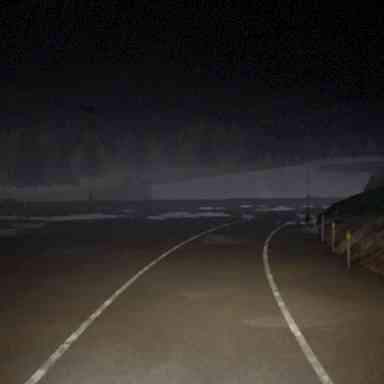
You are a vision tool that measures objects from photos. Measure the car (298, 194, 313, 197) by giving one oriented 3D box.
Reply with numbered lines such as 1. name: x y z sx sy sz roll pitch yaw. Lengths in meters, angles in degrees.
1. car: 29.913 1.314 87.752 5.008 1.535 1.882 0 0 -36
